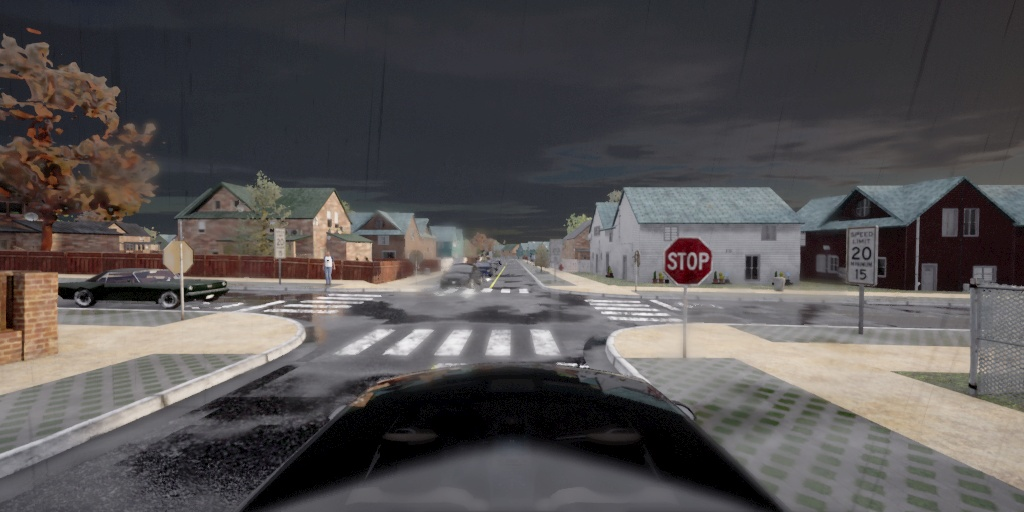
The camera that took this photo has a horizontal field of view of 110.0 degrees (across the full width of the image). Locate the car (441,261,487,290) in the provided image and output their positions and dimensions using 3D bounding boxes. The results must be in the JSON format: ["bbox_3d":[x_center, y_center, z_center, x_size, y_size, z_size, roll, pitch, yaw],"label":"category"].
[{"bbox_3d":[-3.059,1.244,22.513,1.837,1.490,4.892,0,0,5],"label":"car"}]

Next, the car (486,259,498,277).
[{"bbox_3d":[-2.795,1.283,34.777,2.033,1.411,5.357,0,0,0],"label":"car"}]

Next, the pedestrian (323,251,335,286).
[{"bbox_3d":[-9.657,0.611,18.874,0.375,1.860,0.375,0,0,1],"label":"pedestrian"}]

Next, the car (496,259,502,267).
[{"bbox_3d":[-2.774,1.215,46.945,2.128,1.511,4.902,0,0,0],"label":"car"}]

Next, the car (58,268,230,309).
[{"bbox_3d":[-13.266,1.133,13.120,4.718,1.301,1.895,1,1,0],"label":"car"}]
